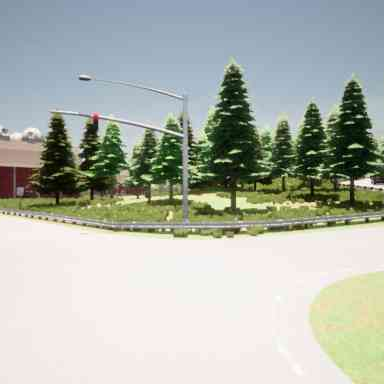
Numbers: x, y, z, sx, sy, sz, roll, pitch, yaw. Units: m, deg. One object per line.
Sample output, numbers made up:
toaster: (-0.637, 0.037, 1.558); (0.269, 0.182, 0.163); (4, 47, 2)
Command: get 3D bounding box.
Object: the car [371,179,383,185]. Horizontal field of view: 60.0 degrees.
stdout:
car: (29.010, -1.916, 51.528); (1.837, 1.490, 4.892); (0, 5, 21)
